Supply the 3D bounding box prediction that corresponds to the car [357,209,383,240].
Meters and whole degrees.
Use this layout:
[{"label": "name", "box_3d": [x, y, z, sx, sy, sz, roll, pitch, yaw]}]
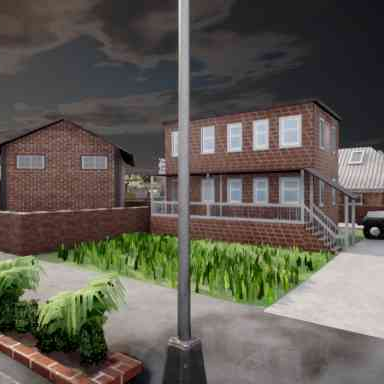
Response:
[{"label": "car", "box_3d": [8.506, 0.973, 12.581, 3.866, 1.878, 1.905, 0, 0, 36]}]
